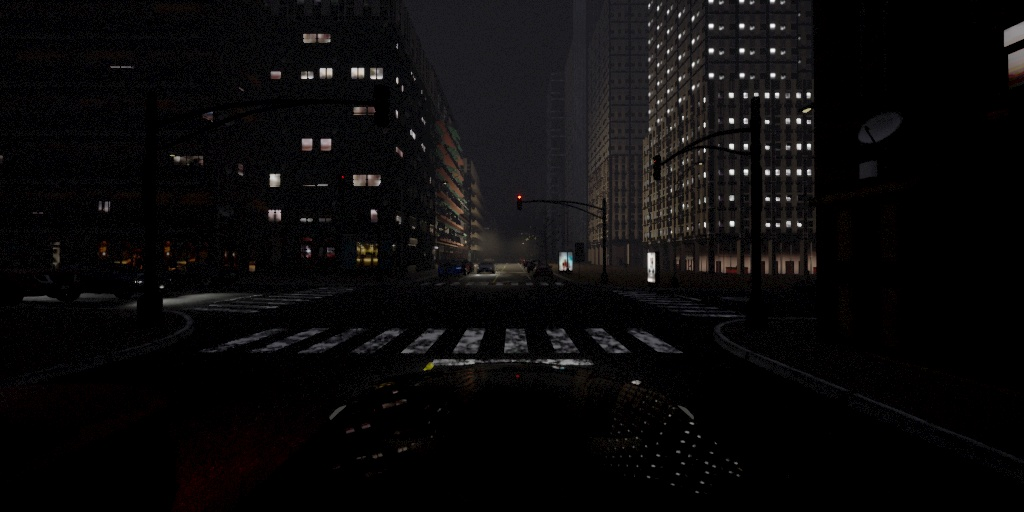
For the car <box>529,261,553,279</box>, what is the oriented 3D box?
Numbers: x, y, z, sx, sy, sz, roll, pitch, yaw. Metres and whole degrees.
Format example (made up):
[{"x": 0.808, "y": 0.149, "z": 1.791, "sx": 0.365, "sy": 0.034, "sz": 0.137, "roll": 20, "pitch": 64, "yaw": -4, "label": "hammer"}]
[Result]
[{"x": 2.768, "y": 1.343, "z": 32.489, "sx": 1.802, "sy": 1.307, "sz": 4.207, "roll": 0, "pitch": 0, "yaw": 0, "label": "car"}]

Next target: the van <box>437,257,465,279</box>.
[{"x": -5.613, "y": 1.102, "z": 32.511, "sx": 1.690, "sy": 1.789, "sz": 3.998, "roll": 0, "pitch": 0, "yaw": 0, "label": "van"}]

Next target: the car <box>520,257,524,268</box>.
[{"x": 2.836, "y": 1.221, "z": 60.127, "sx": 1.967, "sy": 1.591, "sz": 4.097, "roll": 0, "pitch": 0, "yaw": 0, "label": "car"}]

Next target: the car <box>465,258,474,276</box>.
[{"x": -5.600, "y": 1.079, "z": 38.039, "sx": 2.192, "sy": 1.841, "sz": 5.009, "roll": 0, "pitch": 0, "yaw": 0, "label": "car"}]

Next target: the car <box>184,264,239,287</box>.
[{"x": -18.745, "y": 1.104, "z": 21.370, "sx": 4.313, "sy": 1.339, "sz": 1.948, "roll": 0, "pitch": 0, "yaw": 0, "label": "car"}]

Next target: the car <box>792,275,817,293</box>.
[{"x": 19.443, "y": 1.644, "z": 21.679, "sx": 4.403, "sy": 1.370, "sz": 2.007, "roll": 0, "pitch": 0, "yaw": 0, "label": "car"}]

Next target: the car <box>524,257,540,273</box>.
[{"x": 2.795, "y": 1.208, "z": 43.545, "sx": 1.967, "sy": 1.591, "sz": 4.097, "roll": 0, "pitch": 0, "yaw": 0, "label": "car"}]

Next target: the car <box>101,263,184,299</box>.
[{"x": -17.582, "y": 1.033, "z": 15.610, "sx": 4.674, "sy": 1.442, "sz": 1.812, "roll": 1, "pitch": 0, "yaw": 0, "label": "car"}]

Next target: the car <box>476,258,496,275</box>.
[{"x": -2.904, "y": 1.300, "z": 40.385, "sx": 1.812, "sy": 1.442, "sz": 4.674, "roll": 0, "pitch": 0, "yaw": 0, "label": "car"}]

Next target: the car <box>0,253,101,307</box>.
[{"x": -18.744, "y": 0.784, "z": 12.990, "sx": 5.009, "sy": 1.841, "sz": 2.192, "roll": 0, "pitch": 0, "yaw": 0, "label": "car"}]
